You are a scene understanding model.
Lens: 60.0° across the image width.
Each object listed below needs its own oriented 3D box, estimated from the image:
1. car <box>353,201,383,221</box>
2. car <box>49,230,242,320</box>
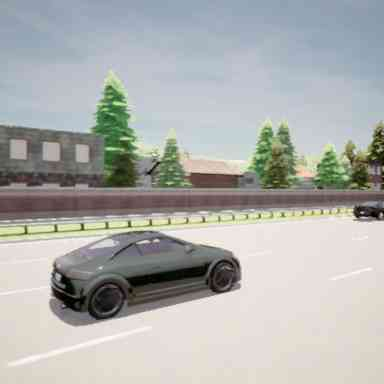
[{"bbox_3d":[15.405,1.485,27.632,5.008,1.535,1.882,0,0,-36],"label":"car"},{"bbox_3d":[-0.890,1.564,7.410,4.181,1.385,1.994,0,0,-36],"label":"car"}]
